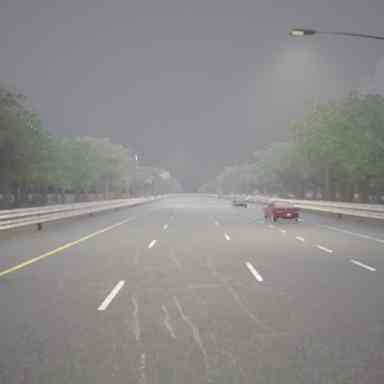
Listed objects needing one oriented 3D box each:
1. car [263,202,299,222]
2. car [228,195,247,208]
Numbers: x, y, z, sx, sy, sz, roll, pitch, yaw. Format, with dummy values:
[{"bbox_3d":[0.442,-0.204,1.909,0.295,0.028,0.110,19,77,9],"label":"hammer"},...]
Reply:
[{"bbox_3d":[7.033,1.508,26.677,1.882,1.535,5.008,0,0,0],"label":"car"},{"bbox_3d":[7.068,1.601,50.111,2.033,1.411,5.357,0,0,0],"label":"car"}]
